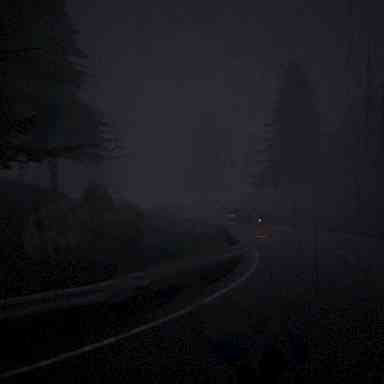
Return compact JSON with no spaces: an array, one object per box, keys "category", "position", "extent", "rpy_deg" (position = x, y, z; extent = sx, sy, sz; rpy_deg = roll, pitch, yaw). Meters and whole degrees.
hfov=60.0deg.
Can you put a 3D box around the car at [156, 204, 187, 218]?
[{"category":"car","position":[-2.578,2.160,35.872],"extent":[1.882,1.535,5.008],"rpy_deg":[0,-1,-22]}]

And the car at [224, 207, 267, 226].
[{"category":"car","position":[4.442,2.036,28.361],"extent":[1.837,1.490,4.892],"rpy_deg":[1,-2,-22]}]

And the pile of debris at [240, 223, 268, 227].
[{"category":"pile of debris","position":[5.000,2.682,26.992],"extent":[1.500,0.140,1.860],"rpy_deg":[0,-1,-23]}]

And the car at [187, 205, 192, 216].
[{"category":"car","position":[-1.543,2.296,43.153],"extent":[1.882,1.535,5.008],"rpy_deg":[0,-1,-22]}]
